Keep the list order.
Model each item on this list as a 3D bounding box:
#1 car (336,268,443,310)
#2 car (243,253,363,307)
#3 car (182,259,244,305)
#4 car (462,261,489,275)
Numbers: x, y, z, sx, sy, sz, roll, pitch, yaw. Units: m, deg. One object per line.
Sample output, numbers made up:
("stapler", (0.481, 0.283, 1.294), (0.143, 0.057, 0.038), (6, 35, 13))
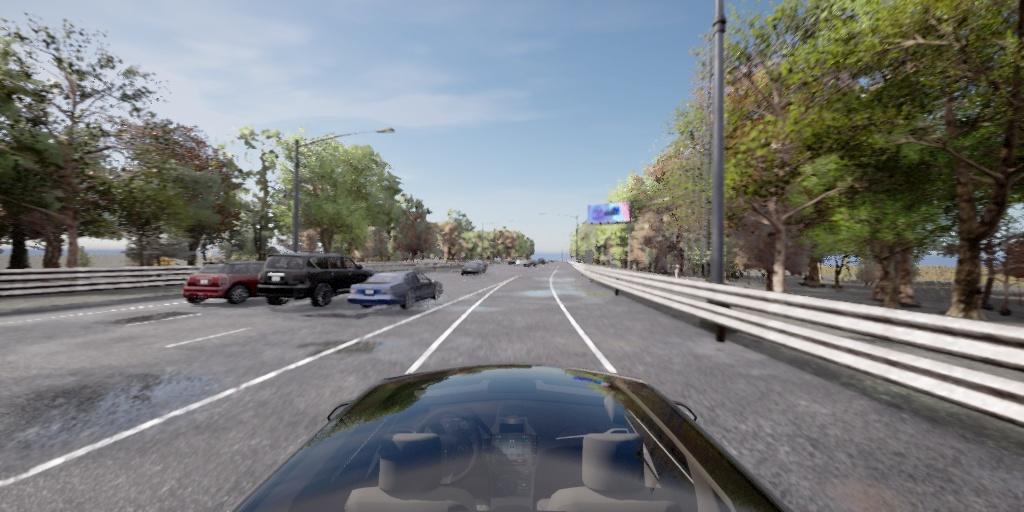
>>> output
("car", (-4.491, 1.283, 14.647), (2.033, 1.411, 5.357), (1, 0, 8))
("car", (-7.933, 0.923, 15.275), (2.150, 2.045, 5.566), (1, 0, 8))
("car", (-11.405, 1.017, 15.729), (2.097, 1.767, 4.553), (1, 0, 8))
("car", (-4.286, 1.431, 40.649), (1.994, 1.385, 4.181), (1, 0, 8))
